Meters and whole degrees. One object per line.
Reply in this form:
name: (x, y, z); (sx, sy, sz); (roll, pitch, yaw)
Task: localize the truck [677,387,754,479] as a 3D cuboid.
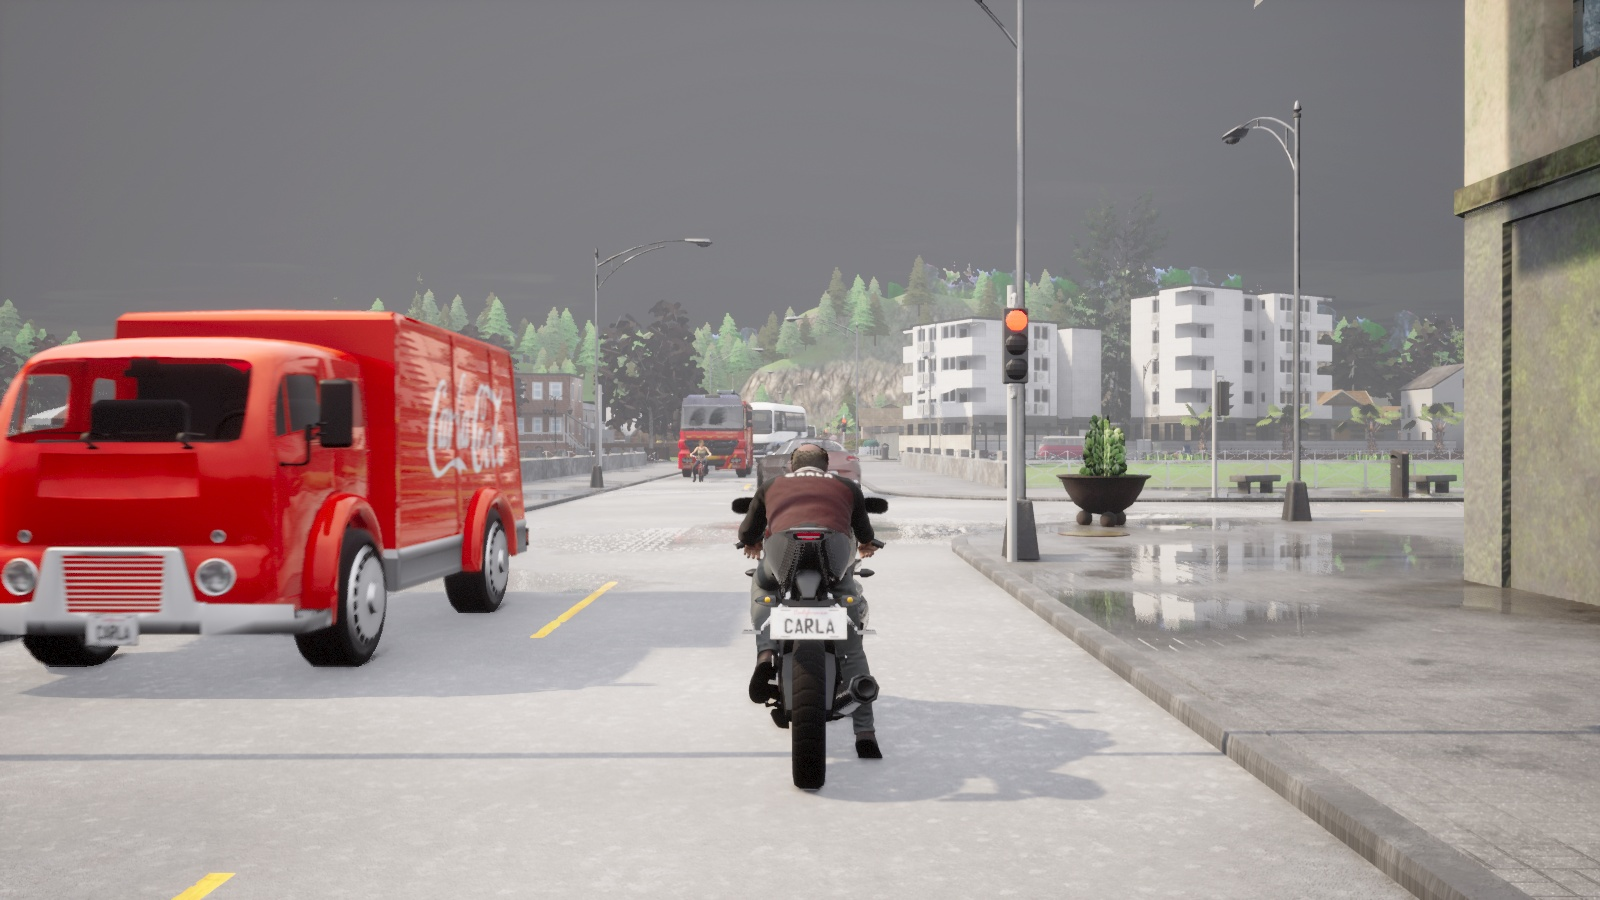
truck: (-3.704, -0.742, 56.921); (2.891, 3.827, 8.468); (0, 0, 0)

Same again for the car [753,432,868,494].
car: (0.199, 0.321, 36.179); (2.152, 1.651, 5.027); (0, 0, -13)

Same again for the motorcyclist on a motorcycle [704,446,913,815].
motorcyclist on a motorcycle: (0.047, 0.746, 6.323); (0.866, 1.530, 2.191); (0, 0, 1)

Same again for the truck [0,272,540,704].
truck: (-3.935, 0.201, 9.806); (2.627, 2.467, 5.204); (0, 0, 1)

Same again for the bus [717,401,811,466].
bus: (-2.312, -1.125, 87.287); (3.944, 4.253, 10.273); (0, 0, 14)

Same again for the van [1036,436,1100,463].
van: (20.241, -0.021, 95.067); (4.442, 1.987, 1.775); (0, 0, 0)
